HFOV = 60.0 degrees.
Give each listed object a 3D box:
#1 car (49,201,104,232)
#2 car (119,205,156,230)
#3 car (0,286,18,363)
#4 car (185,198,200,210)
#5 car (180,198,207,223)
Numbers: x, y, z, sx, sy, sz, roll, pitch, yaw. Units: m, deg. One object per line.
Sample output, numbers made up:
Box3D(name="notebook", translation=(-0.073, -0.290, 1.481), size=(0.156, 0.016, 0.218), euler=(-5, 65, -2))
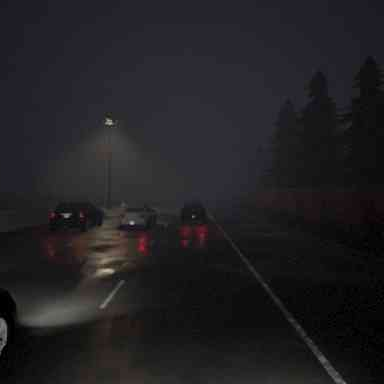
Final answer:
Box3D(name="car", translation=(-6.892, 1.354, 20.377), size=(2.097, 1.767, 4.553), euler=(0, 0, 0))
Box3D(name="car", translation=(-3.391, 1.528, 21.154), size=(1.812, 1.442, 4.674), euler=(0, 0, 0))
Box3D(name="car", translation=(-3.399, 1.505, 2.797), size=(1.837, 1.490, 4.892), euler=(0, 0, 0))
Box3D(name="car", translation=(0.025, 1.530, 43.043), size=(1.812, 1.442, 4.674), euler=(0, 0, 0))
Box3D(name="car", translation=(0.109, 1.494, 25.544), size=(2.128, 1.511, 4.902), euler=(0, 0, 0))
